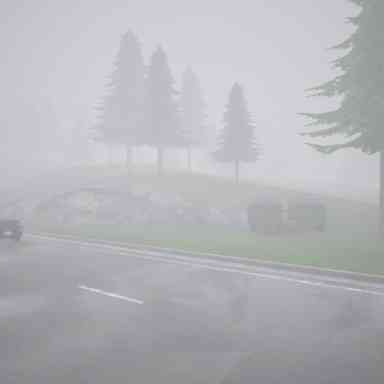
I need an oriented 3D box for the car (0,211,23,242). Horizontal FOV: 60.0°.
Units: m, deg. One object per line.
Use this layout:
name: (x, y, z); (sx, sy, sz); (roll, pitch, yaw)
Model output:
car: (-9.440, 1.526, 15.024); (4.674, 1.442, 1.812); (0, 0, 36)
